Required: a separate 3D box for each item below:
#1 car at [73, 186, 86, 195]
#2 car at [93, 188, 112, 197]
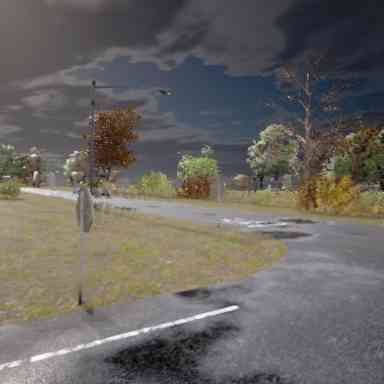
[{"bbox_3d":[-19.500,-0.281,58.529,1.812,1.442,4.674,1,1,-36],"label":"car"},{"bbox_3d":[-13.935,0.102,50.756,1.895,1.301,4.718,1,1,-36],"label":"car"}]
